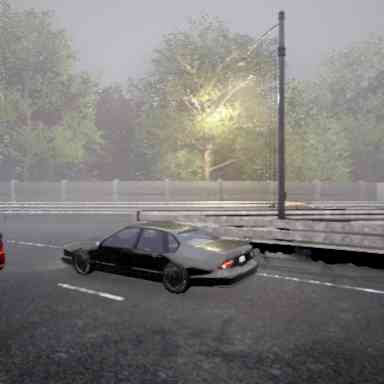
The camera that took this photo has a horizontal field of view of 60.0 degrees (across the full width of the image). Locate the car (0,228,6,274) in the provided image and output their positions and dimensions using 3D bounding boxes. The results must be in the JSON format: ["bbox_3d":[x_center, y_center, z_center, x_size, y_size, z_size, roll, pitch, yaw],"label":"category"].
[{"bbox_3d":[-6.912,1.188,8.074,5.566,2.045,2.150,0,0,30],"label":"car"}]

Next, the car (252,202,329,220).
[{"bbox_3d":[5.923,1.428,20.673,5.008,1.535,1.882,-1,0,-6],"label":"car"}]

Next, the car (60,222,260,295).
[{"bbox_3d":[-1.031,1.510,8.624,5.357,1.411,2.033,0,0,32],"label":"car"}]
